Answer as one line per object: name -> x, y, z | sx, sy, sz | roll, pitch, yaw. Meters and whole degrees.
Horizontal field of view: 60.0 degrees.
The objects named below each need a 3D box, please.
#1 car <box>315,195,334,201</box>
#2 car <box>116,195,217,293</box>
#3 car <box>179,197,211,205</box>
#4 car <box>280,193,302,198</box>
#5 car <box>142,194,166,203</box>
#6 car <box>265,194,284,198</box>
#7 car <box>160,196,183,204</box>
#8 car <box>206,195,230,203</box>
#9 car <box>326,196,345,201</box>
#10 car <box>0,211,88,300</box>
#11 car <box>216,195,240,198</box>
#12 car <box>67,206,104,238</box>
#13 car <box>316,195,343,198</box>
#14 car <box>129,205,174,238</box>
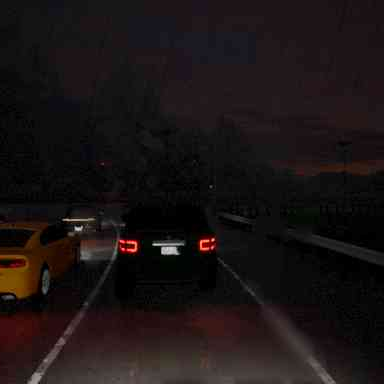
car -> 34.039, 1.509, 85.511 | 5.357, 1.411, 2.033 | 0, 0, -34
car -> -0.759, 1.221, 9.071 | 2.150, 2.045, 5.566 | 0, 0, -7
car -> 0.468, 1.547, 59.380 | 5.357, 1.411, 2.033 | 0, 0, -20
car -> 22.551, 1.355, 74.886 | 4.553, 1.767, 2.097 | 0, 0, -23
car -> -7.677, 1.351, 67.531 | 4.553, 1.767, 2.097 | 0, 0, -20
car -> 15.040, 1.564, 64.671 | 4.181, 1.385, 1.994 | 0, 0, -20
car -> -4.005, 1.564, 65.181 | 4.181, 1.385, 1.994 | 0, 0, -20
car -> 5.629, 1.478, 72.350 | 5.008, 1.535, 1.882 | 0, 0, -20
car -> 35.510, 1.595, 82.236 | 4.718, 1.301, 1.895 | 0, 0, -34
car -> -4.167, 1.478, 8.343 | 1.882, 1.535, 5.008 | 0, 0, -6
car -> 8.263, 1.540, 69.588 | 5.357, 1.411, 2.033 | 0, 0, -20
car -> -5.773, 1.492, 17.586 | 2.128, 1.511, 4.902 | 0, 0, -14
car -> 28.843, 1.478, 70.067 | 5.008, 1.535, 1.882 | 0, 0, -23
car -> -2.512, 1.547, 19.111 | 2.033, 1.411, 5.357 | 0, 0, -13
